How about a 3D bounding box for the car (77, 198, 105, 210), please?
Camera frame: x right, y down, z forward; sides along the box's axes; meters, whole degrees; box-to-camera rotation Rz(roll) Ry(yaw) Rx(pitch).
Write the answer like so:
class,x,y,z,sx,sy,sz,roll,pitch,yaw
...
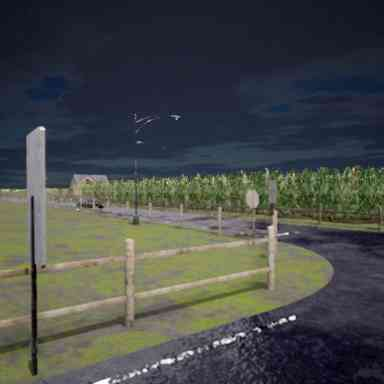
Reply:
class,x,y,z,sx,sy,sz,roll,pitch,yaw
car,-12.388,1.402,40.379,2.033,1.411,5.357,-1,1,-36
